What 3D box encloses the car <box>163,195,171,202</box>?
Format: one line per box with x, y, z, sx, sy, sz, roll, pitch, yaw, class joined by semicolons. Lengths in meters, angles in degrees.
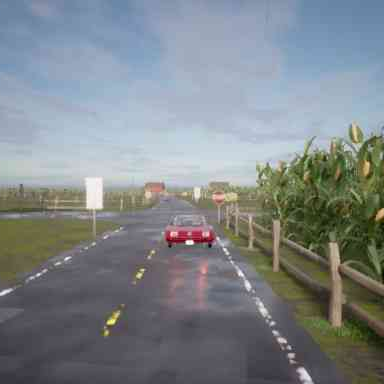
-5.975;1.540;80.047;2.033;1.411;5.357;0;0;-4;car

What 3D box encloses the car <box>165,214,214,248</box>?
-0.113;1.613;14.729;1.895;1.301;4.718;0;0;-1;car
